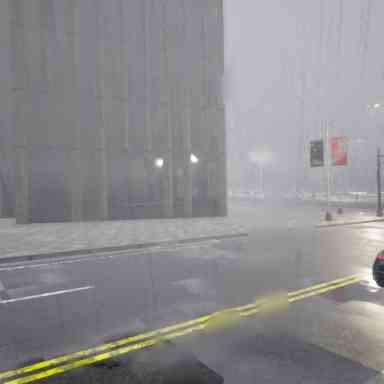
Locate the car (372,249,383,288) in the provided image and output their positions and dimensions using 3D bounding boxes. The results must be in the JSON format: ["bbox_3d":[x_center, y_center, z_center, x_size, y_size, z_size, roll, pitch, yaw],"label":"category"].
[{"bbox_3d":[6.163,1.558,7.917,4.181,1.385,1.994,0,0,-35],"label":"car"}]
